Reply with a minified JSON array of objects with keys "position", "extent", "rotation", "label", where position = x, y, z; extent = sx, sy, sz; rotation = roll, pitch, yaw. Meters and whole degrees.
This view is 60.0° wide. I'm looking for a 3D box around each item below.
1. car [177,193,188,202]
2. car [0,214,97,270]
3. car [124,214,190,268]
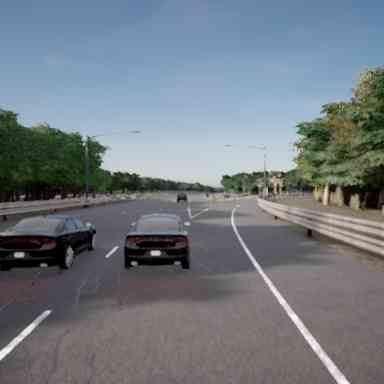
[{"position":[-2.181,1.187,75.038],"extent":[2.150,2.045,5.566],"rotation":[0,0,1],"label":"car"},{"position":[-4.570,1.473,11.047],"extent":[1.882,1.535,5.008],"rotation":[0,0,-3],"label":"car"},{"position":[-1.079,1.478,11.331],"extent":[1.882,1.535,5.008],"rotation":[0,0,-3],"label":"car"}]
